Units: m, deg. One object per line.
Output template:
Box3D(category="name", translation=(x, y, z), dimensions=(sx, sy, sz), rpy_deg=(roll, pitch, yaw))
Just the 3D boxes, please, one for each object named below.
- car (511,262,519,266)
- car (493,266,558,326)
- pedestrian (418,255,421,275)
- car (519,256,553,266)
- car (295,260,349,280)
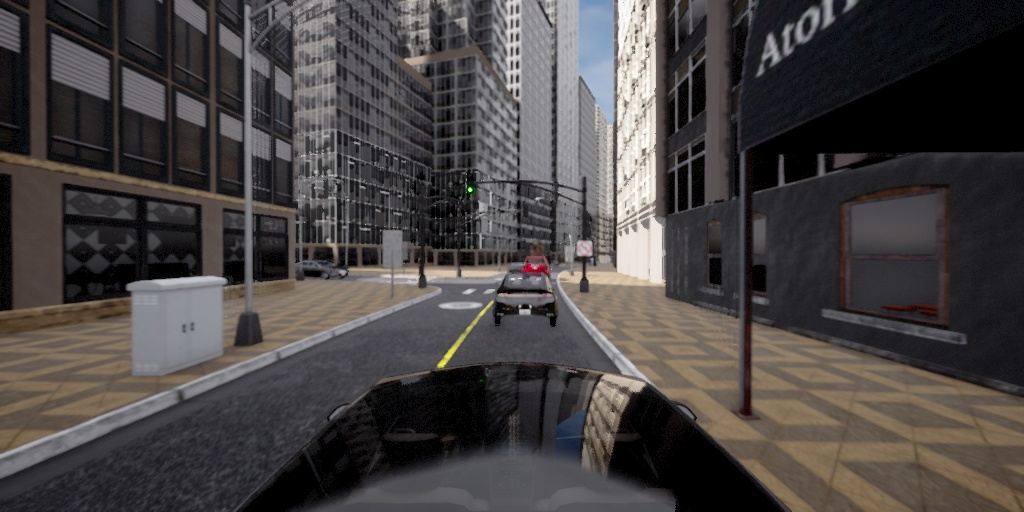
Box3D(category="car", translation=(0.654, 1.429, 40.559), dimensions=(2.033, 1.411, 5.357), rpy_deg=(0, 0, 10))
Box3D(category="car", translation=(0.463, 1.266, 11.863), dimensions=(2.128, 1.511, 4.902), rpy_deg=(0, 0, 3))
Box3D(category="pedestrian", translation=(-8.203, 0.782, 32.090), dimensions=(0.375, 1.860, 0.375), rpy_deg=(0, 0, 19))
Box3D(category="car", translation=(2.195, 1.060, 31.062), dimensions=(2.150, 2.045, 5.566), rpy_deg=(0, 0, 8))
Box3D(category="car", translation=(-15.249, 1.089, 28.346), dimensions=(4.902, 1.511, 2.128), rpy_deg=(1, 1, 19))
